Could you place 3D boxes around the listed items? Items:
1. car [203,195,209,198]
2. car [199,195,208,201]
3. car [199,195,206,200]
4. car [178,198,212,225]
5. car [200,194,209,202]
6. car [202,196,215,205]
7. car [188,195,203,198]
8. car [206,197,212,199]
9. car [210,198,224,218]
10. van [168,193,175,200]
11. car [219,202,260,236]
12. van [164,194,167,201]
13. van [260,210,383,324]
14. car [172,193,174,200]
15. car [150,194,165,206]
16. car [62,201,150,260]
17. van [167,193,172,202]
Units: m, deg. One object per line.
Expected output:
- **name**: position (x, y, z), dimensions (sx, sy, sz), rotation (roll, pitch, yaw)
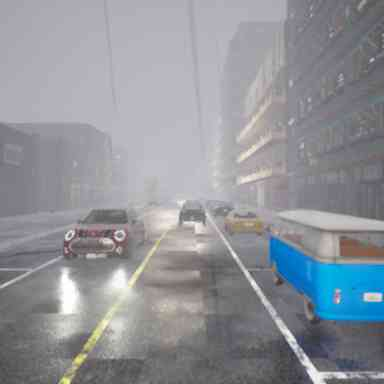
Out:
- **car**: position (2.713, 1.476, 45.886), dimensions (1.887, 1.381, 4.507), rotation (1, 0, 0)
- **car**: position (2.722, 1.407, 79.368), dimensions (2.008, 1.369, 4.403), rotation (1, 0, 0)
- **car**: position (2.724, 1.407, 90.530), dimensions (1.802, 1.307, 4.206), rotation (1, 0, 0)
- **car**: position (0.044, 1.465, 23.561), dimensions (2.128, 1.511, 4.902), rotation (0, 0, 1)
- **car**: position (2.722, 1.311, 73.788), dimensions (1.967, 1.590, 4.097), rotation (1, 0, 0)
- **car**: position (2.716, 1.460, 57.047), dimensions (2.008, 1.369, 4.403), rotation (1, 0, 0)
- **car**: position (0.103, 1.424, 45.600), dimensions (2.128, 1.511, 4.902), rotation (0, 0, 0)
- **car**: position (2.710, 1.519, 34.723), dimensions (1.947, 1.339, 4.313), rotation (1, 0, 0)
- **car**: position (2.708, 1.529, 29.143), dimensions (1.947, 1.339, 4.313), rotation (1, 0, 0)
- **van**: position (-5.652, 1.167, 90.488), dimensions (1.690, 1.788, 3.998), rotation (1, 0, 0)
- **car**: position (2.706, 1.505, 18.150), dimensions (1.752, 1.417, 4.829), rotation (1, 0, 0)
- **van**: position (-5.661, 1.251, 57.007), dimensions (1.690, 1.788, 3.998), rotation (1, 0, 0)
- **van**: position (2.706, 1.334, 6.820), dimensions (1.690, 1.788, 3.998), rotation (1, 0, 0)
- **car**: position (-5.659, 1.402, 79.328), dimensions (1.887, 1.381, 4.507), rotation (1, 0, 0)
- **car**: position (-5.666, 1.487, 51.426), dimensions (1.947, 1.339, 4.313), rotation (1, 0, 0)
- **car**: position (-3.026, 1.338, 12.299), dimensions (2.097, 1.767, 4.553), rotation (0, 0, 0)
- **van**: position (-5.658, 1.226, 68.167), dimensions (1.690, 1.788, 3.998), rotation (1, 0, 0)
